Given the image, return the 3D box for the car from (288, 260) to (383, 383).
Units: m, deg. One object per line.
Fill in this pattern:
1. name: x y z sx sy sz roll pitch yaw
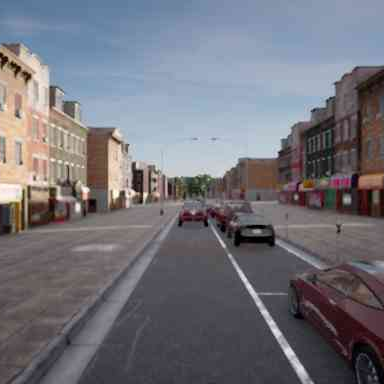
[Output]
1. car: 2.637 1.607 4.641 1.802 1.307 4.206 0 0 0

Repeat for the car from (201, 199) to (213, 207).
1. car: 2.637 2.017 59.309 1.802 1.307 4.206 0 -1 0

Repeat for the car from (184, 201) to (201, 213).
1. car: 0.097 1.828 41.942 2.033 1.411 5.357 0 0 0

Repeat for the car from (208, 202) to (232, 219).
1. car: 2.637 1.745 31.976 1.887 1.381 4.507 0 0 0

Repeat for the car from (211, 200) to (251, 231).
1. car: 2.636 1.438 21.043 2.192 1.841 5.009 0 0 0

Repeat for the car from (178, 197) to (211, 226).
1. car: 0.092 1.502 25.221 2.097 1.767 4.553 0 -1 0

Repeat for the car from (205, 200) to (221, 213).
1. car: 2.637 1.815 43.079 1.752 1.417 4.829 0 0 0

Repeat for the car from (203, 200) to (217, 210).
1. car: 2.637 1.917 48.376 1.802 1.307 4.206 0 -1 0

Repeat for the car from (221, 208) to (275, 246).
1. car: 2.637 1.653 15.575 1.947 1.339 4.313 0 0 0
